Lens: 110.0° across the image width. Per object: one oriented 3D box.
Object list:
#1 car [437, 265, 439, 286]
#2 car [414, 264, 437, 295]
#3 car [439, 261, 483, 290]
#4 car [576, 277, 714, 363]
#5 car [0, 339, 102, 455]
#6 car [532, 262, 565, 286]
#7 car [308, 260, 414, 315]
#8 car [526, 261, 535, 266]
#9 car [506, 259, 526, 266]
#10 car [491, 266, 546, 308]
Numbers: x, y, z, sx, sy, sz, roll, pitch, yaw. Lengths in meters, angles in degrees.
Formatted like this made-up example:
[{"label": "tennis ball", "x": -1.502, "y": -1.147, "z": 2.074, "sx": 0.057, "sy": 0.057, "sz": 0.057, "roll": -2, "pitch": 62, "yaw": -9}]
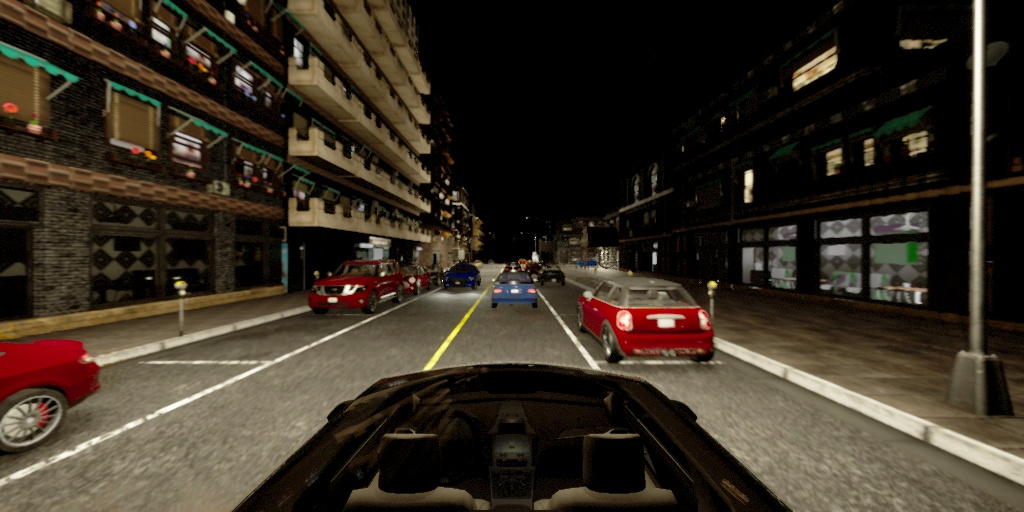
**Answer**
[{"label": "car", "x": -5.685, "y": 1.333, "z": 25.286, "sx": 2.007, "sy": 1.370, "sz": 4.403, "roll": 0, "pitch": 0, "yaw": 0}, {"label": "car", "x": -5.686, "y": 1.213, "z": 19.589, "sx": 1.967, "sy": 1.591, "sz": 4.097, "roll": 0, "pitch": 0, "yaw": 0}, {"label": "car", "x": -3.032, "y": 1.256, "z": 22.705, "sx": 1.882, "sy": 1.535, "sz": 5.008, "roll": 0, "pitch": 0, "yaw": 1}, {"label": "car", "x": 2.691, "y": 1.197, "z": 8.190, "sx": 1.967, "sy": 1.591, "sz": 4.097, "roll": 0, "pitch": 0, "yaw": 0}, {"label": "car", "x": -5.690, "y": 1.334, "z": 2.499, "sx": 1.802, "sy": 1.307, "sz": 4.207, "roll": 0, "pitch": 0, "yaw": 0}, {"label": "car", "x": 2.696, "y": 1.332, "z": 25.280, "sx": 2.007, "sy": 1.370, "sz": 4.403, "roll": 0, "pitch": 0, "yaw": 0}, {"label": "car", "x": -5.688, "y": 1.080, "z": 13.892, "sx": 2.192, "sy": 1.841, "sz": 5.009, "roll": 0, "pitch": 0, "yaw": 0}, {"label": "car", "x": 2.698, "y": 1.348, "z": 36.672, "sx": 1.888, "sy": 1.381, "sz": 4.507, "roll": 0, "pitch": 0, "yaw": 0}, {"label": "car", "x": 0.110, "y": 1.352, "z": 37.249, "sx": 2.033, "sy": 1.411, "sz": 5.357, "roll": 0, "pitch": 0, "yaw": 0}, {"label": "car", "x": 0.101, "y": 1.314, "z": 15.369, "sx": 2.033, "sy": 1.411, "sz": 5.357, "roll": 0, "pitch": 0, "yaw": 0}]
